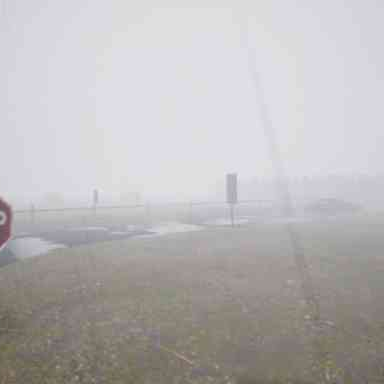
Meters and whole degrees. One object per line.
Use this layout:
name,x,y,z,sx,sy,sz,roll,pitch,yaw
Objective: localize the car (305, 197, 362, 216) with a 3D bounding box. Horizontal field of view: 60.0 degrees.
car,11.339,1.132,26.638,5.357,1.411,2.033,-1,0,-33
